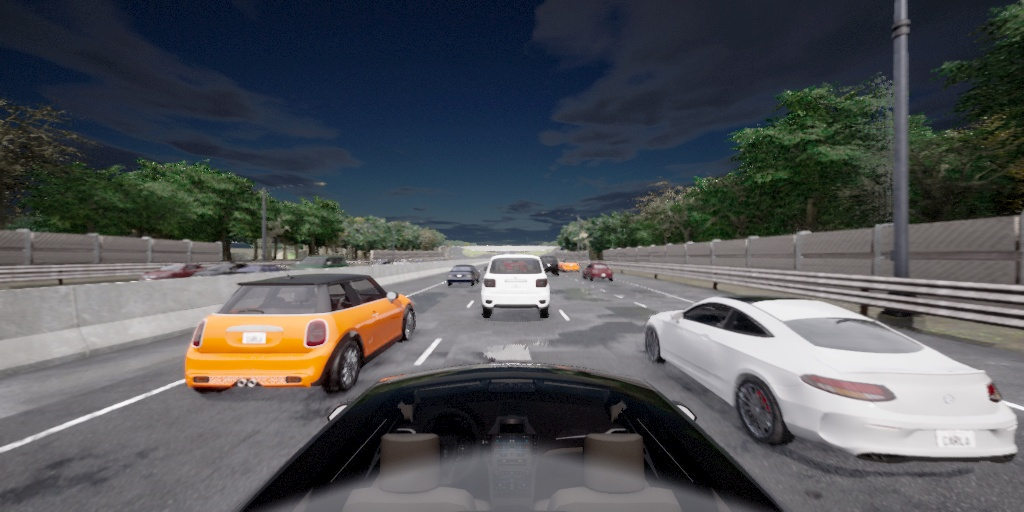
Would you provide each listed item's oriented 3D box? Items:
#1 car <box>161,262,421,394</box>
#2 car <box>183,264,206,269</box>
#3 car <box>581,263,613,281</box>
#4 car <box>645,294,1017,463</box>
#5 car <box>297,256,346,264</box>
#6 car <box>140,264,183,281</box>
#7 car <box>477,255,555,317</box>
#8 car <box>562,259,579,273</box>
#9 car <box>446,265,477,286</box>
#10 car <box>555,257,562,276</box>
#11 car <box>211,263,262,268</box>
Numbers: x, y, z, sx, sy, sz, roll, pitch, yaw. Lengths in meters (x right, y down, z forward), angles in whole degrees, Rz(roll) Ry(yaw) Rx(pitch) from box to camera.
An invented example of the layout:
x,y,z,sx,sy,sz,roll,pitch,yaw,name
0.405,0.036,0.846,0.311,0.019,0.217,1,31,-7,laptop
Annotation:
x,y,z,sx,sy,sz,roll,pitch,yaw,name
-3.393,1.102,6.852,2.097,1.767,4.553,0,0,0,car
-21.023,1.272,26.582,1.837,1.490,4.892,0,0,0,car
7.081,1.303,29.846,1.812,1.442,4.674,0,0,1,car
3.504,1.276,5.133,1.812,1.442,4.674,0,0,0,car
-14.028,0.990,26.226,2.150,2.045,5.566,0,0,0,car
-24.399,1.293,26.355,1.812,1.442,4.674,0,0,-1,car
0.119,0.976,13.278,2.150,2.045,5.566,0,0,0,car
7.282,1.168,46.057,2.097,1.767,4.553,0,0,1,car
-3.336,1.315,25.258,2.033,1.411,5.357,0,0,0,car
3.644,1.017,37.969,2.150,2.045,5.566,0,0,0,car
-17.537,1.313,24.770,2.033,1.411,5.357,0,0,0,car
